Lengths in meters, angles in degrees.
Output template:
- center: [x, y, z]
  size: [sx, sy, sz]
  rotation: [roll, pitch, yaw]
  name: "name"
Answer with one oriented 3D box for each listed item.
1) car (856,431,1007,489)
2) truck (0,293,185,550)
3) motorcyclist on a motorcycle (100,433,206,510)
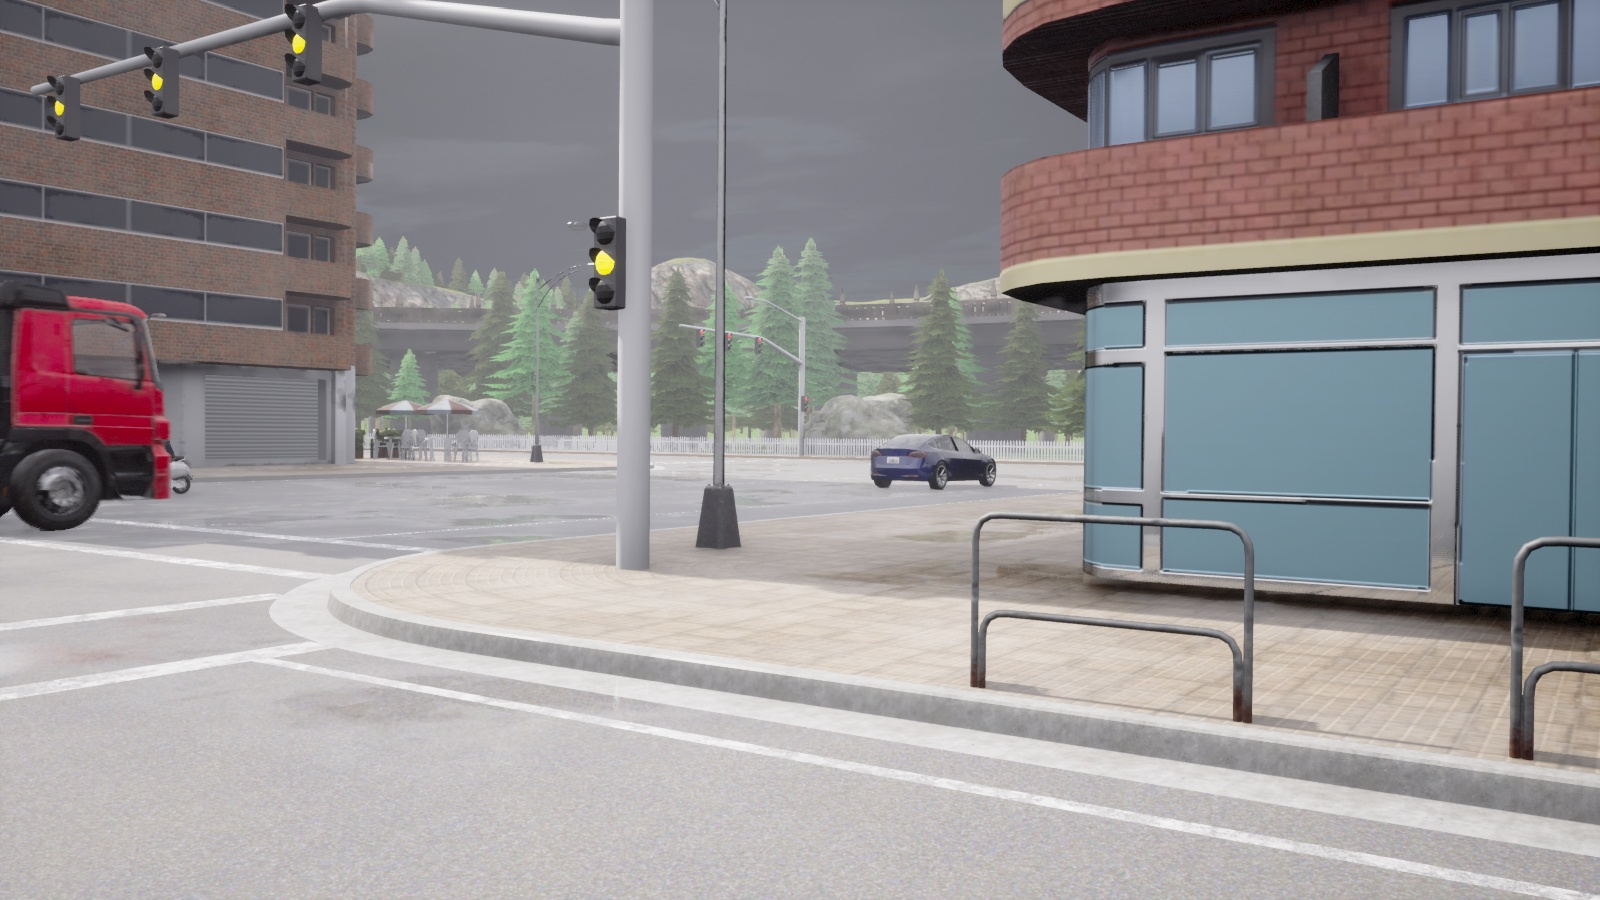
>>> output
- center: [3.731, 0.222, 34.811]
  size: [2.163, 1.488, 4.792]
  rotation: [0, 1, 34]
  name: "car"
- center: [-12.755, -0.361, 16.545]
  size: [2.891, 3.462, 7.936]
  rotation: [0, 1, 34]
  name: "truck"
- center: [-14.009, 0.440, 27.231]
  size: [0.866, 1.590, 1.817]
  rotation: [0, 1, 34]
  name: "motorcyclist on a motorcycle"
